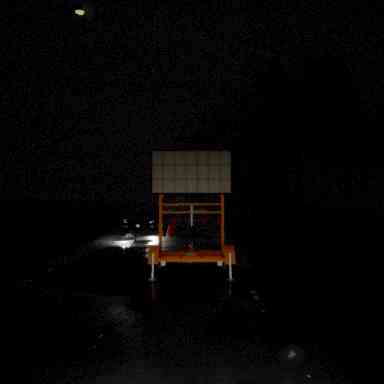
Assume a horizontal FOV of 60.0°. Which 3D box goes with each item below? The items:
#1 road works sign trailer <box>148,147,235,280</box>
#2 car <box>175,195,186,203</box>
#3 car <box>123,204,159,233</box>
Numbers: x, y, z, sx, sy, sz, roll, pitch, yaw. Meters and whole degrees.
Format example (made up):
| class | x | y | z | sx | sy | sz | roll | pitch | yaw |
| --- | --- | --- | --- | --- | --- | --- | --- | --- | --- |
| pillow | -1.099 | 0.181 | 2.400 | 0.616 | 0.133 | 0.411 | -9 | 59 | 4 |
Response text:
| class | x | y | z | sx | sy | sz | roll | pitch | yaw |
| --- | --- | --- | --- | --- | --- | --- | --- | --- | --- |
| road works sign trailer | -0.011 | 0.471 | 9.901 | 2.380 | 3.560 | 2.880 | 0 | 0 | 0 |
| car | -2.684 | 1.665 | 76.415 | 2.150 | 2.045 | 5.566 | 0 | -1 | 0 |
| car | -2.835 | 1.524 | 19.815 | 1.837 | 1.490 | 4.892 | 0 | 0 | 0 |
